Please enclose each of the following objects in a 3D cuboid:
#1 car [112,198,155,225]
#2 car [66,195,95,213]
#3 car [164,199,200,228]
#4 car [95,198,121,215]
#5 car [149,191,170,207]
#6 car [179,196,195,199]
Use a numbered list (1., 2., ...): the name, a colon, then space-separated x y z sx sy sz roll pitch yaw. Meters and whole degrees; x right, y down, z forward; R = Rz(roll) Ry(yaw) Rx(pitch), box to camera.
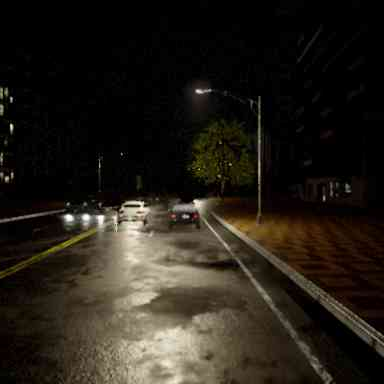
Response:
1. car: -3.766 1.350 22.158 1.812 1.442 4.674 0 0 -2
2. car: -10.621 1.100 32.576 2.097 1.767 4.553 0 0 0
3. car: -0.477 1.381 20.707 2.033 1.411 5.357 0 0 -2
4. car: -7.371 1.282 31.311 1.812 1.442 4.674 0 0 0
5. car: -3.908 0.908 40.378 2.150 2.045 5.566 0 1 1
6. car: -0.622 1.201 41.317 1.812 1.442 4.674 0 1 1
